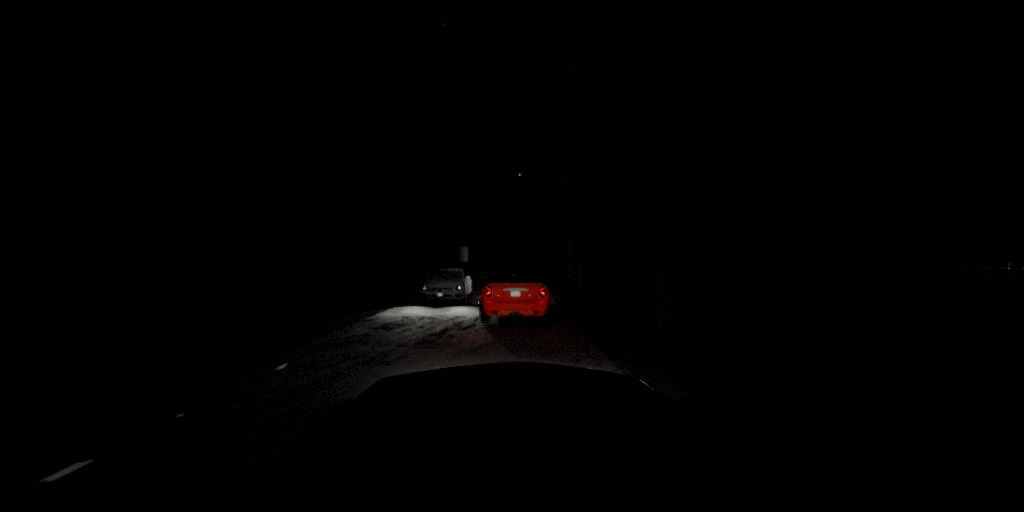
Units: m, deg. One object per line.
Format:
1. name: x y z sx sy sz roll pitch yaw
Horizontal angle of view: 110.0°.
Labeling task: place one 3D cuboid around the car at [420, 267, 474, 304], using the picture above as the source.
1. car: -2.839 1.254 16.459 1.812 1.442 4.674 0 0 0

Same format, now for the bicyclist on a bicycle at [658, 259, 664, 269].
1. bicyclist on a bicycle: 19.946 1.156 47.905 0.582 1.620 1.656 0 0 0

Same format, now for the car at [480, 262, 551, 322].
1. car: 0.103 1.086 12.366 2.097 1.767 4.553 0 0 0

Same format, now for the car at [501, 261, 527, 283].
1. car: 0.116 1.207 28.362 1.882 1.535 5.008 0 0 0
